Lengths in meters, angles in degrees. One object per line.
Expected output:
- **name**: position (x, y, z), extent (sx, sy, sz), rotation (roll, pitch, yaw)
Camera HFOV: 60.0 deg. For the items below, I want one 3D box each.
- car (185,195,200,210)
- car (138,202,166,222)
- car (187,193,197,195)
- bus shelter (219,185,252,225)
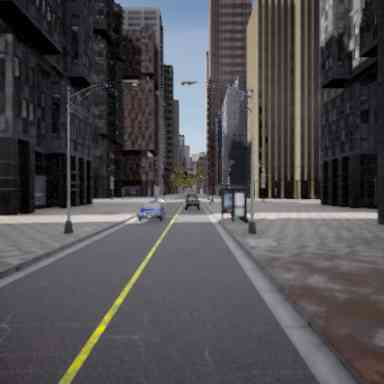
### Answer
- **car**: position (0.083, 1.481, 43.635), extent (1.837, 1.490, 4.892), rotation (0, -1, 0)
- **car**: position (-3.093, 1.518, 26.385), extent (1.812, 1.442, 4.674), rotation (0, 0, 0)
- **car**: position (0.022, 1.190, 57.246), extent (2.150, 2.045, 5.566), rotation (0, 0, 1)
- **bus shelter**: position (3.139, 0.869, 24.533), extent (1.920, 2.740, 3.880), rotation (0, 0, 0)
